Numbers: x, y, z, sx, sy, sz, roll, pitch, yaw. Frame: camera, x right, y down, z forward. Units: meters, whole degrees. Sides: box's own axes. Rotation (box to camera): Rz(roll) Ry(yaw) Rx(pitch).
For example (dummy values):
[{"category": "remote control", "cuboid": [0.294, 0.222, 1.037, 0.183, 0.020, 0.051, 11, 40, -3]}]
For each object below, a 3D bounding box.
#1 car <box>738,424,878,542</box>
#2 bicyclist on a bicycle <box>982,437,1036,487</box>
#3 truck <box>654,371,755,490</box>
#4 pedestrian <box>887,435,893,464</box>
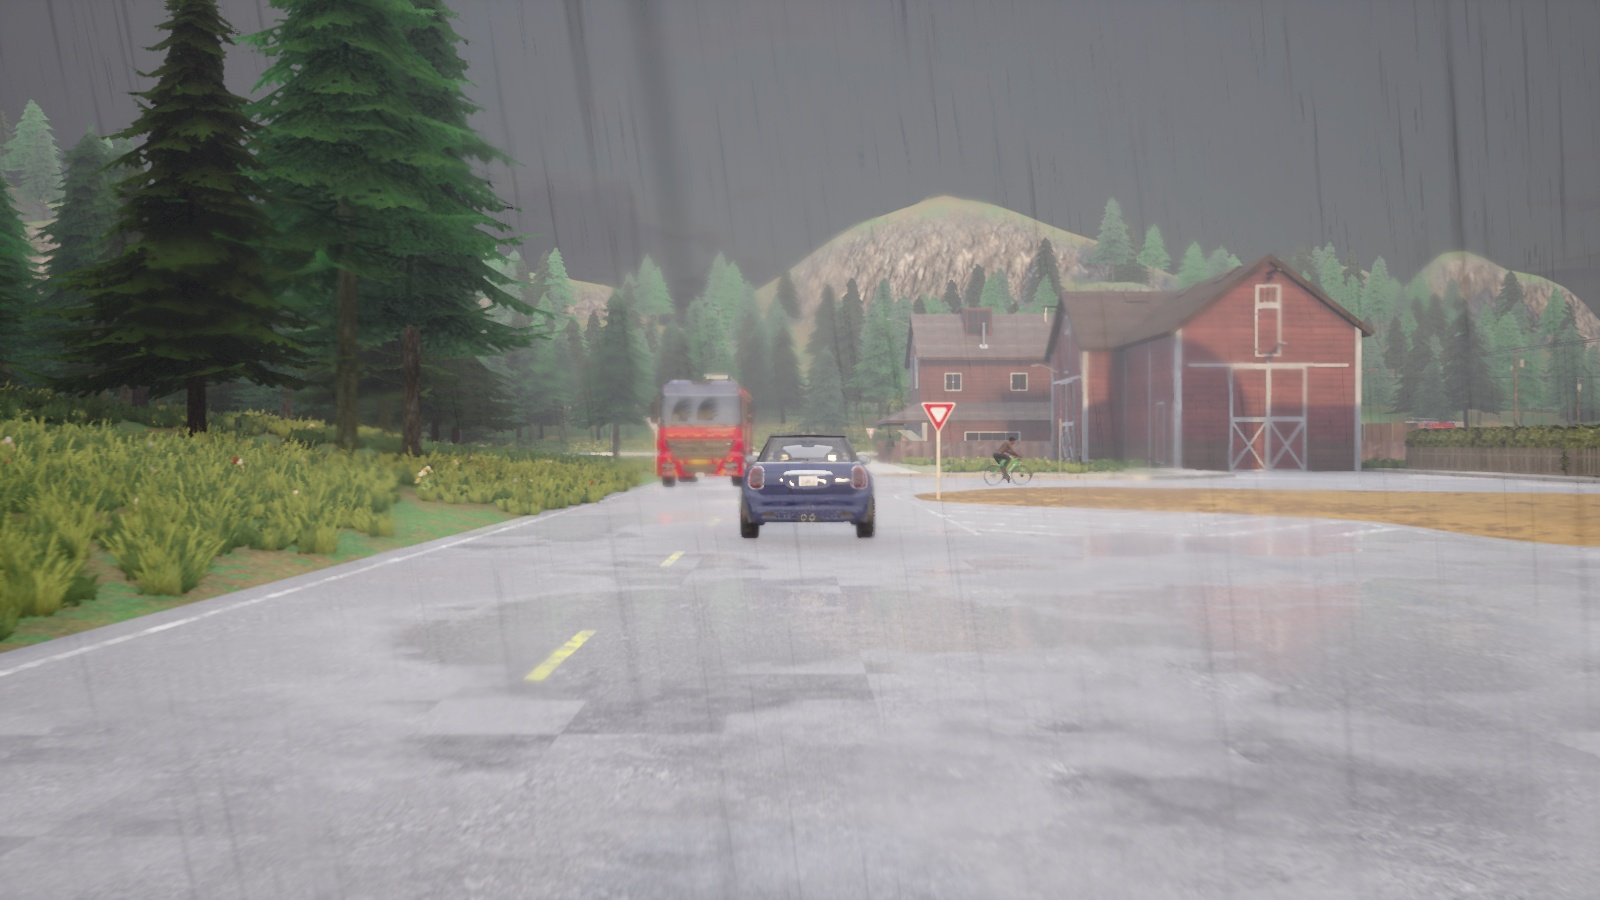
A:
[{"category": "car", "cuboid": [0.136, 0.486, 21.104, 2.097, 1.767, 4.553, 0, 0, 0]}, {"category": "bicyclist on a bicycle", "cuboid": [6.907, 0.390, 41.482, 1.656, 1.620, 0.582, 0, 1, -10]}, {"category": "truck", "cuboid": [-3.233, -0.680, 44.630, 2.891, 3.827, 8.468, 0, 1, 0]}, {"category": "pedestrian", "cuboid": [5.609, -0.034, 78.100, 0.353, 1.847, 0.614, 0, 0, 2]}]
